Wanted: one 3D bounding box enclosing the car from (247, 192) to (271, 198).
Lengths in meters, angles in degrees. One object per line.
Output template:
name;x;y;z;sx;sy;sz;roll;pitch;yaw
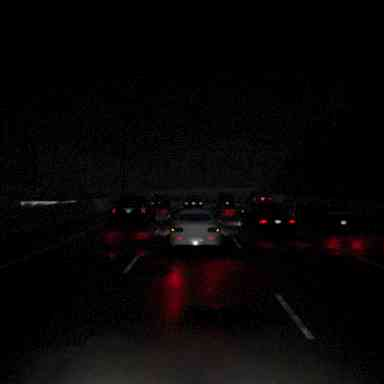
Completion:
car;7.151;0.737;35.736;2.097;1.767;4.553;0;1;0

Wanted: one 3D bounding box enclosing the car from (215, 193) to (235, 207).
car;3.653;0.870;36.882;1.837;1.490;4.892;0;1;0

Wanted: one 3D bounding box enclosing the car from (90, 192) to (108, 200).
car;-13.963;0.636;52.910;2.033;1.411;5.357;0;1;1

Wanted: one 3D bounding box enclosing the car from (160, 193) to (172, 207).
car;-3.347;0.858;36.794;2.128;1.511;4.902;0;1;0

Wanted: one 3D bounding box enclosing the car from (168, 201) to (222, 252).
car;0.113;1.305;12.715;1.812;1.442;4.674;0;1;0

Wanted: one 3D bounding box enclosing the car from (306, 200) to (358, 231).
car;7.126;1.180;18.041;2.128;1.511;4.902;0;1;0

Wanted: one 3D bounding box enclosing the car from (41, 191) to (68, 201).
car;-20.971;0.600;51.731;2.128;1.511;4.902;0;1;1

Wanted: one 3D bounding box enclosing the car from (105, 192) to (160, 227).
car;-3.371;1.010;19.775;2.097;1.767;4.553;0;1;0

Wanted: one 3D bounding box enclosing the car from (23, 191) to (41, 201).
car;-24.471;0.583;51.917;1.882;1.535;5.008;0;1;1

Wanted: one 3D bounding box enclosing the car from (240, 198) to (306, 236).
car;3.624;1.262;16.502;2.033;1.411;5.357;0;1;0

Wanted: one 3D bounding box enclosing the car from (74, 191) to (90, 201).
car;-17.444;0.570;53.475;2.128;1.511;4.902;0;1;1

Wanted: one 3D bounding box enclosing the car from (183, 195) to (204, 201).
car;0.146;1.004;31.502;2.033;1.411;5.357;0;1;0
